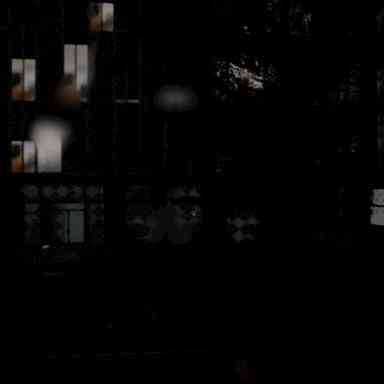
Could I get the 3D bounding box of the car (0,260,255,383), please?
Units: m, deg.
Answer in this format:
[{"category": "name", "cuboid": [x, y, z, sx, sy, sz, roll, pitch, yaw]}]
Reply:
[{"category": "car", "cuboid": [-1.503, 1.456, 3.164, 4.097, 1.590, 1.967, 1, -1, -3]}]
